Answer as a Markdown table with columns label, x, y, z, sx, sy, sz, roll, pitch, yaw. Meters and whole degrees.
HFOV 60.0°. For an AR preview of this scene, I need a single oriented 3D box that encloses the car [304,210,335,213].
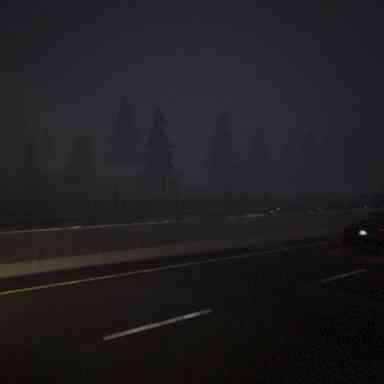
| label | x | y | z | sx | sy | sz | roll | pitch | yaw |
| --- | --- | --- | --- | --- | --- | --- | --- | --- | --- |
| car | 11.829 | 1.397 | 29.265 | 4.674 | 1.442 | 1.812 | 0 | 0 | -35 |

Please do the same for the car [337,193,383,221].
| label | x | y | z | sx | sy | sz | roll | pitch | yaw |
| --- | --- | --- | --- | --- | --- | --- | --- | --- | --- |
| car | 14.225 | 1.097 | 26.669 | 5.566 | 2.045 | 2.150 | 0 | 0 | -35 |

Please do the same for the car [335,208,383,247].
| label | x | y | z | sx | sy | sz | roll | pitch | yaw |
| --- | --- | --- | --- | --- | --- | --- | --- | --- | --- |
| car | 8.058 | 1.497 | 13.616 | 4.181 | 1.385 | 1.994 | 0 | 0 | -35 |
